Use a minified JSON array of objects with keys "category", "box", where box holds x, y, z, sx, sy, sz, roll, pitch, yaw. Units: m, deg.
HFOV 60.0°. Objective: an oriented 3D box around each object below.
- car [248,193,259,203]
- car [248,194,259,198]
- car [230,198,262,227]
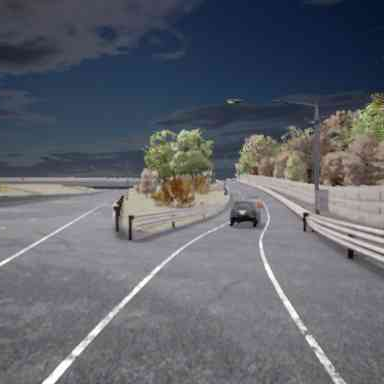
[{"category":"car","box":[11.897,1.106,64.844,1.837,1.490,4.892,0,3,7]},{"category":"car","box":[10.323,1.484,54.828,2.097,1.767,4.553,0,2,9]},{"category":"car","box":[4.563,1.775,28.256,2.150,2.045,5.566,0,-1,14]}]
